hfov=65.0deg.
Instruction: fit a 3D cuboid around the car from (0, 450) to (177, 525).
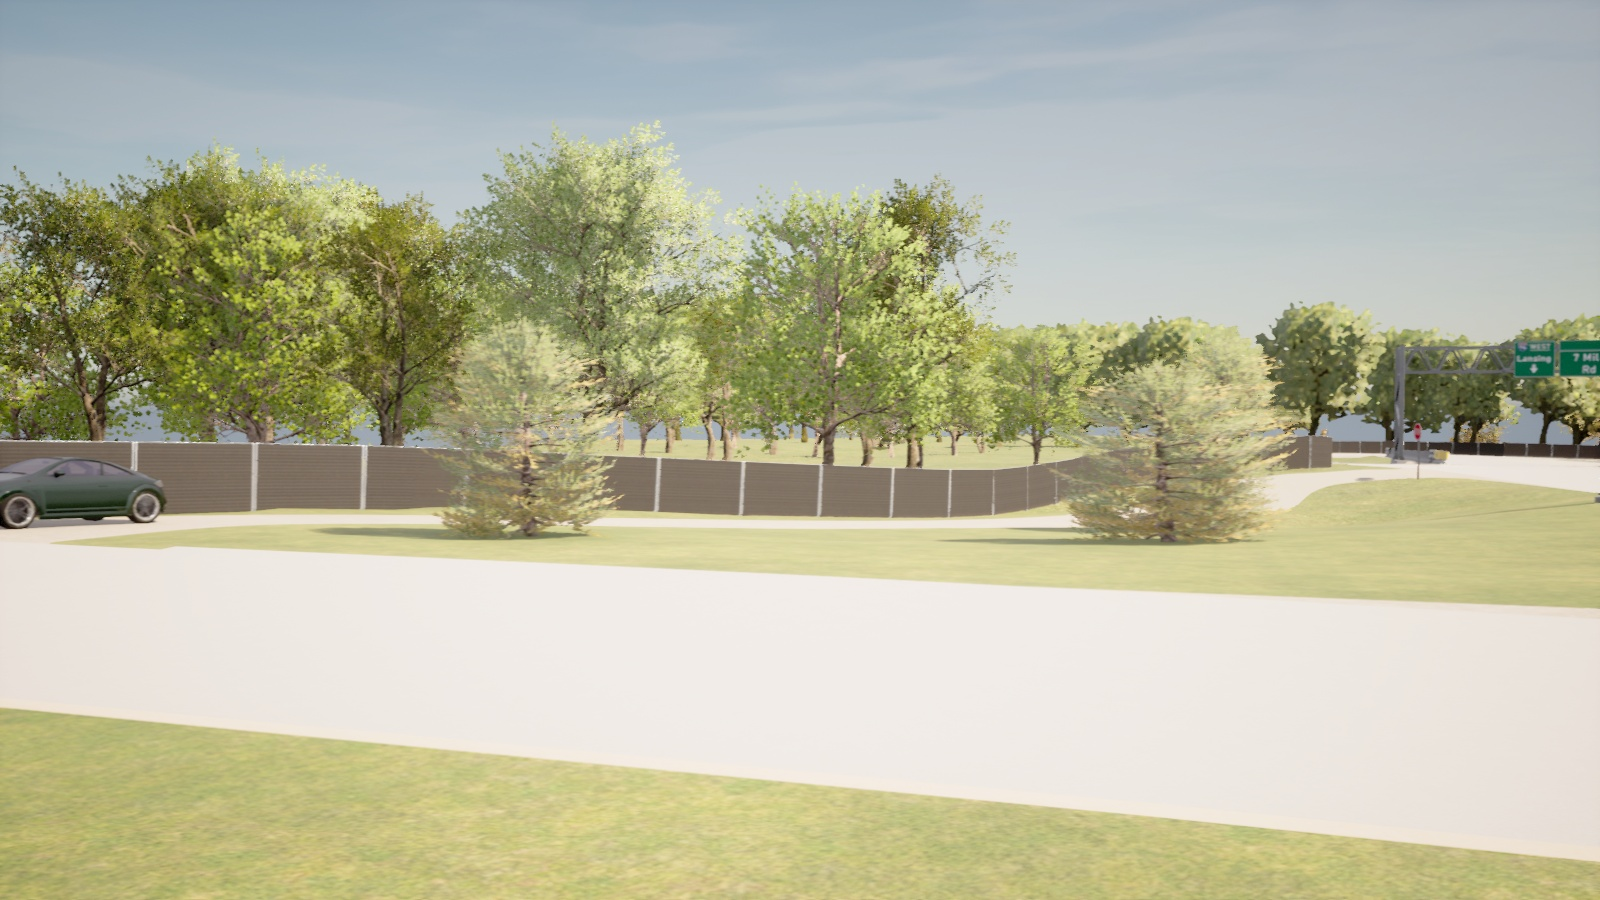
[{"bbox_3d":[-15.051,0.710,25.179,1.994,1.385,4.181,1,0,28],"label":"car"}]
